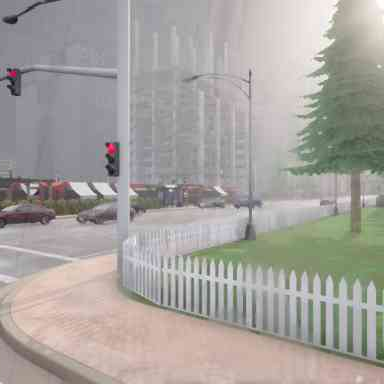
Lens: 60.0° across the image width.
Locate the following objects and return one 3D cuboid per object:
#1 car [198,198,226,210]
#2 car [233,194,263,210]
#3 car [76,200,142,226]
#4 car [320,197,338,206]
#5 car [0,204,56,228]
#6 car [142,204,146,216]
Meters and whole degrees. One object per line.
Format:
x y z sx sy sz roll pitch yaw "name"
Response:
2.626 1.491 43.102 2.128 1.511 4.902 0 0 34 "car"
7.549 1.224 44.112 2.150 2.045 5.566 0 0 35 "car"
-6.045 1.526 23.978 1.812 1.442 4.674 0 0 34 "car"
21.035 1.526 51.303 1.812 1.442 4.674 0 0 34 "car"
-11.475 1.526 22.225 1.812 1.442 4.674 0 0 36 "car"
-6.252 1.478 29.968 1.882 1.535 5.008 0 0 34 "car"
